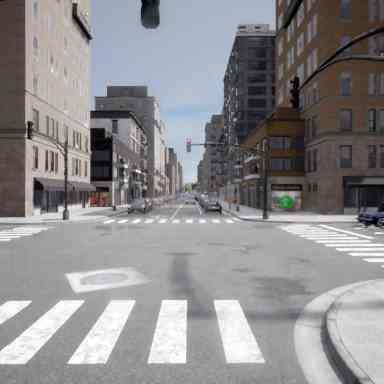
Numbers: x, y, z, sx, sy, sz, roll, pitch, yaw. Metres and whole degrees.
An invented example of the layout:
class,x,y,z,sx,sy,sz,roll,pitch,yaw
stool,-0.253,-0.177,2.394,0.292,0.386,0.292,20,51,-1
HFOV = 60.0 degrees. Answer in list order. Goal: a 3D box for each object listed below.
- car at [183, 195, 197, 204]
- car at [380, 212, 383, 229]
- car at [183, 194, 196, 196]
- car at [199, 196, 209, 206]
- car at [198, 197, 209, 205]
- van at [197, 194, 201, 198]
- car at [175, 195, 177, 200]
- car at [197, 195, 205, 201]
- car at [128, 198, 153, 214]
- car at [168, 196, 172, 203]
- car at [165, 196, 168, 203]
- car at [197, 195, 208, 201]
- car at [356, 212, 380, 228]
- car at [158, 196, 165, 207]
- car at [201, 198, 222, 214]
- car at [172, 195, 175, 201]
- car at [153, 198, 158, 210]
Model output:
class,x,y,z,sx,sy,sz,roll,pitch,yaw
car,-0.309,1.696,63.145,1.895,1.301,4.718,0,0,0
car,12.931,1.547,17.476,4.718,1.301,1.895,0,0,0
car,-0.422,1.664,73.454,2.033,1.411,5.357,0,0,0
car,2.242,1.641,47.206,1.802,1.307,4.206,0,0,0
car,2.224,1.647,63.738,2.008,1.369,4.403,0,0,0
van,2.230,1.424,58.227,1.690,1.788,3.998,0,0,0
car,-5.831,1.721,91.283,1.887,1.381,4.507,0,0,0
car,2.200,1.600,85.781,1.967,1.590,4.097,0,0,0
car,-5.771,1.480,36.176,1.967,1.590,4.097,0,0,0
car,-5.807,1.552,69.240,1.967,1.590,4.097,0,0,0
car,-5.795,1.634,58.218,2.008,1.369,4.403,0,0,0
car,2.235,1.637,52.717,1.947,1.339,4.313,0,0,0
car,12.911,1.553,20.725,4.718,1.301,1.895,0,0,0
car,-5.789,1.653,52.707,1.802,1.307,4.206,0,0,0
car,2.254,1.606,36.183,1.947,1.339,4.313,0,0,0
car,-5.819,1.694,80.261,2.008,1.369,4.403,0,0,0
car,-5.777,1.490,41.686,1.967,1.590,4.097,0,0,0
